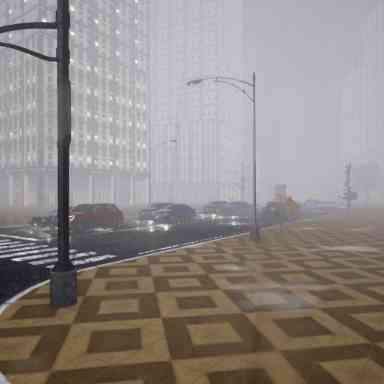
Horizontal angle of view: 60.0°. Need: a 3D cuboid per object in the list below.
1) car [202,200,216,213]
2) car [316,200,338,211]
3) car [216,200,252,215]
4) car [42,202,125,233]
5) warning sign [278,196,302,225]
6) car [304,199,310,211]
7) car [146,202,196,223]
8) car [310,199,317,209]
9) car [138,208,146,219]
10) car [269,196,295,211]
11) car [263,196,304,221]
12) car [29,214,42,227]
[{"bbox_3d":[3.067,1.774,40.150,1.837,1.490,4.892,0,-1,34],"label":"car"},{"bbox_3d":[19.487,1.914,47.203,1.895,1.301,4.718,0,0,32],"label":"car"},{"bbox_3d":[5.006,1.723,37.217,1.882,1.535,5.008,0,-1,34],"label":"car"},{"bbox_3d":[-6.355,1.468,20.505,2.097,1.767,4.553,0,-1,34],"label":"car"},{"bbox_3d":[6.764,1.251,22.994,1.300,1.860,1.060,0,0,34],"label":"warning sign"},{"bbox_3d":[13.843,1.898,44.394,1.895,1.301,4.718,0,-1,33],"label":"car"},{"bbox_3d":[-1.415,1.699,27.787,1.812,1.442,4.674,0,-1,34],"label":"car"},{"bbox_3d":[19.065,1.831,52.789,1.882,1.535,5.008,0,0,31],"label":"car"},{"bbox_3d":[-2.953,1.705,31.301,1.837,1.490,4.892,0,0,34],"label":"car"},{"bbox_3d":[13.660,1.657,50.213,2.150,2.045,5.566,0,0,32],"label":"car"},{"bbox_3d":[8.077,1.540,29.802,2.097,1.767,4.553,0,0,34],"label":"car"},{"bbox_3d":[-8.429,1.685,23.272,2.033,1.411,5.357,0,-1,34],"label":"car"}]
